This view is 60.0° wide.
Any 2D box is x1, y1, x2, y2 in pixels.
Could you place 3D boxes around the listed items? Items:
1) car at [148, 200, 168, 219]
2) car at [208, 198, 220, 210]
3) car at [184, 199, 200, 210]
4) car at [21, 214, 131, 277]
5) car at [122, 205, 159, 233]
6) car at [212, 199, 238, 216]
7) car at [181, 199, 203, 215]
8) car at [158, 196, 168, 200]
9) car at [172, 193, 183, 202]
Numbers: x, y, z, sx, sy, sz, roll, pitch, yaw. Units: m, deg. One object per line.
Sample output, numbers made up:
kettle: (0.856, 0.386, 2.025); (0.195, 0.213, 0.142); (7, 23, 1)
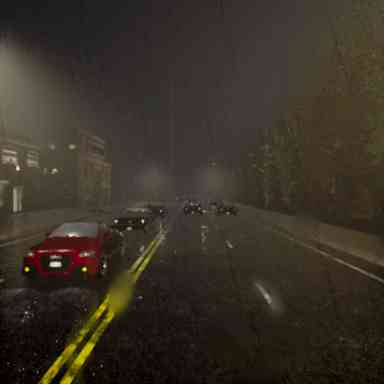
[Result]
car: (-3.309, 1.679, 30.185); (1.895, 1.301, 4.718); (0, 0, 0)
car: (3.277, 1.608, 45.545); (2.128, 1.511, 4.902); (0, 0, 1)
car: (0.025, 1.663, 45.562); (2.033, 1.411, 5.357); (0, 0, 0)
car: (-3.349, 1.591, 10.150); (1.994, 1.385, 4.181); (0, 0, 0)
car: (-3.345, 1.653, 19.994); (1.895, 1.301, 4.718); (0, 0, 0)
car: (3.352, 1.687, 33.183); (1.895, 1.301, 4.718); (0, 0, 0)
car: (0.099, 1.690, 34.354); (1.895, 1.301, 4.718); (0, 0, 0)
car: (-6.502, 1.567, 74.086); (1.895, 1.301, 4.718); (0, 0, 0)
car: (-3.252, 1.197, 74.087); (2.150, 2.045, 5.566); (0, 0, 0)
